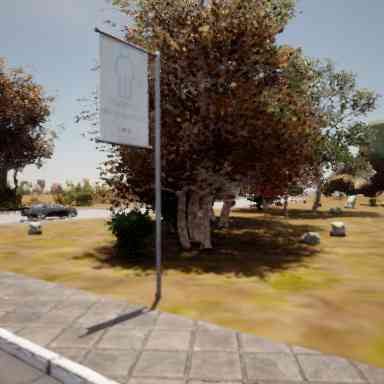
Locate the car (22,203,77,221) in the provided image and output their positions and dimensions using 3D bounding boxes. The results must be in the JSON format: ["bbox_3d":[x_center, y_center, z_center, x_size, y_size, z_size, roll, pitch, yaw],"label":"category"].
[{"bbox_3d":[-12.882,1.736,30.375,2.128,1.511,4.902,-1,0,39],"label":"car"}]
